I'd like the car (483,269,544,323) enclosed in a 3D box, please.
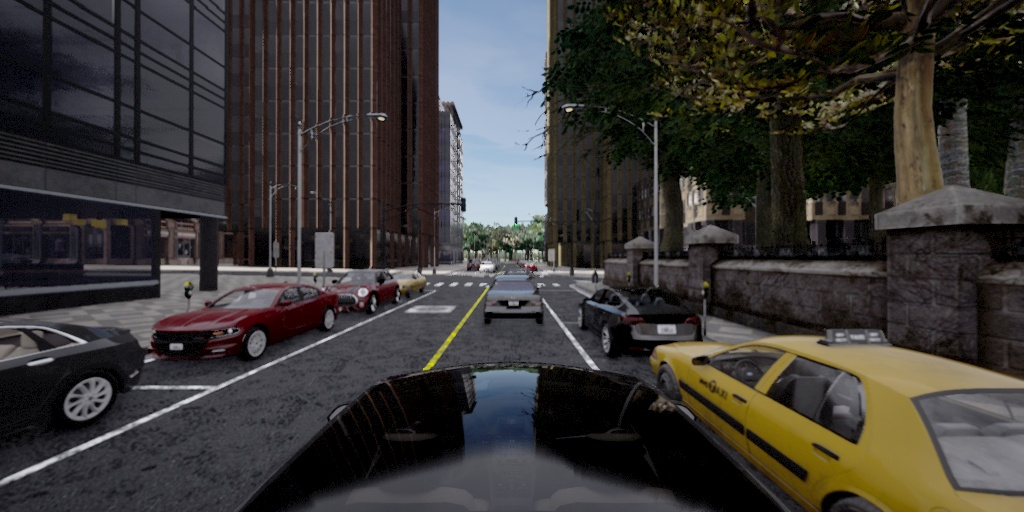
[{"bbox_3d":[0.048,1.350,12.277,2.033,1.411,5.357,0,0,0],"label":"car"}]

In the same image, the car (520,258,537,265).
[{"bbox_3d":[2.612,1.445,51.322,1.967,1.591,4.097,0,0,0],"label":"car"}]

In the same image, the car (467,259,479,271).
[{"bbox_3d":[-5.930,1.349,56.734,2.192,1.841,5.009,0,0,0],"label":"car"}]

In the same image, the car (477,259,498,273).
[{"bbox_3d":[-3.233,1.511,47.568,1.812,1.442,4.674,0,0,0],"label":"car"}]

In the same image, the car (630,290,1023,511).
[{"bbox_3d":[2.760,1.281,3.155,1.751,1.417,4.829,0,0,0],"label":"car"}]

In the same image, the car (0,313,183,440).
[{"bbox_3d":[-5.765,1.307,2.956,2.007,1.370,4.403,0,0,0],"label":"car"}]

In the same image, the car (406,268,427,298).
[{"bbox_3d":[-5.814,1.364,19.157,1.751,1.417,4.829,0,0,0],"label":"car"}]

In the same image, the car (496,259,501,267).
[{"bbox_3d":[-3.258,1.392,57.782,2.097,1.767,4.553,0,0,0],"label":"car"}]

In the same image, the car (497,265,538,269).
[{"bbox_3d":[0.550,1.472,24.366,1.895,1.301,4.718,0,-1,10],"label":"car"}]

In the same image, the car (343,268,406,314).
[{"bbox_3d":[-5.798,1.250,13.870,1.967,1.591,4.097,0,0,0],"label":"car"}]

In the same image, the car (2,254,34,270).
[{"bbox_3d":[-48.324,0.504,33.753,4.902,1.511,2.128,1,0,0],"label":"car"}]

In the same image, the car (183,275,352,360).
[{"bbox_3d":[-5.781,1.328,8.413,1.888,1.381,4.507,0,0,0],"label":"car"}]

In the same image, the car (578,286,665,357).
[{"bbox_3d":[2.744,1.349,8.441,1.948,1.339,4.313,0,0,0],"label":"car"}]
